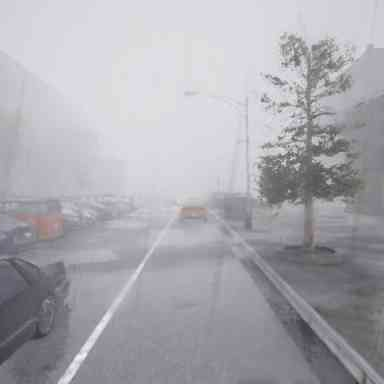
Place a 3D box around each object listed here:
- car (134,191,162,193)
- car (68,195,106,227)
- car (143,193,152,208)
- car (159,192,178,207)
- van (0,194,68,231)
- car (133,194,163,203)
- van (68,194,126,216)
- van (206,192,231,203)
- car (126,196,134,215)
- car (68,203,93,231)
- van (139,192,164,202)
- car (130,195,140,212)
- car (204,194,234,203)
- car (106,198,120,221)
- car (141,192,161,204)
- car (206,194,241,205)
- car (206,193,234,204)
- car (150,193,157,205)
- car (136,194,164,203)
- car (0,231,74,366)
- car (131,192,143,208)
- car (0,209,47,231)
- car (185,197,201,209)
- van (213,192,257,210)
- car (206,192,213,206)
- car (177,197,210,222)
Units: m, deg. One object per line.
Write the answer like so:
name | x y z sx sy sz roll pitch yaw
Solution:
car | -7.593 0.919 55.541 5.566 2.045 2.435 0 0 0
car | -7.671 1.247 19.224 4.553 1.767 2.185 0 0 0
car | -7.816 1.260 38.781 5.366 1.575 1.946 0 0 0
car | -3.057 1.215 46.860 1.882 1.535 5.008 0 0 0
van | -7.760 1.178 13.638 4.442 1.987 1.878 0 0 0
car | -7.620 1.158 58.277 5.008 1.535 2.097 0 0 0
van | -7.521 1.116 24.812 4.442 1.987 1.878 0 0 0
van | 4.828 0.938 61.365 4.442 1.987 1.878 0 0 0
car | -7.642 1.327 27.606 4.892 1.521 2.231 0 0 0
car | -7.639 1.428 16.432 4.674 1.452 2.002 0 0 0
van | -7.734 0.964 63.897 4.442 1.987 1.878 0 0 0
car | -7.628 1.311 30.400 4.892 1.521 2.231 0 0 0
car | 4.715 1.156 58.589 5.008 1.535 2.097 0 0 0
car | -7.634 1.357 21.894 5.008 1.535 2.097 0 0 0
car | -7.594 1.215 52.749 4.792 1.488 2.163 0 0 0
car | 4.892 1.181 52.881 5.366 1.575 1.946 0 0 0
car | 4.677 1.042 55.799 4.553 1.767 2.185 0 0 0
car | -7.813 1.229 44.368 5.366 1.575 1.946 0 0 0
car | -7.648 1.193 61.109 4.792 1.488 2.163 0 0 0
car | -3.098 1.526 3.761 2.033 1.411 5.357 0 0 0
car | -7.601 1.169 33.191 4.553 1.767 2.185 0 0 0
car | -7.673 1.449 10.843 4.792 1.488 2.163 0 0 0
car | 0.121 1.331 41.709 1.994 1.385 4.181 0 0 0
van | 4.815 1.051 36.259 4.442 1.987 1.878 0 0 0
car | 4.728 1.010 39.050 5.566 2.045 2.435 0 0 0
car | 0.113 1.336 25.171 1.882 1.535 5.008 0 0 0
